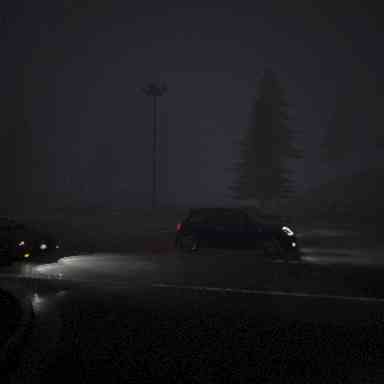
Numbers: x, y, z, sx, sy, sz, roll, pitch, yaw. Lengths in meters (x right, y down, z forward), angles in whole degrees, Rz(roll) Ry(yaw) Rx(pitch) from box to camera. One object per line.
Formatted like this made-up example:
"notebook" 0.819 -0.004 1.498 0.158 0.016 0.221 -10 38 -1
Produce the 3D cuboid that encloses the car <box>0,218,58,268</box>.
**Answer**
"car" -6.675 1.563 11.070 4.181 1.385 1.994 0 0 13

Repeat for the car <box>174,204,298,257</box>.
"car" 1.677 1.356 12.726 4.553 1.767 2.097 0 0 13

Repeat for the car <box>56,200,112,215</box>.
"car" -10.939 1.552 33.824 5.357 1.411 2.033 0 0 -24

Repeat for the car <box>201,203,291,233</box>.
"car" 3.173 1.486 19.566 5.008 1.535 1.882 0 0 13
